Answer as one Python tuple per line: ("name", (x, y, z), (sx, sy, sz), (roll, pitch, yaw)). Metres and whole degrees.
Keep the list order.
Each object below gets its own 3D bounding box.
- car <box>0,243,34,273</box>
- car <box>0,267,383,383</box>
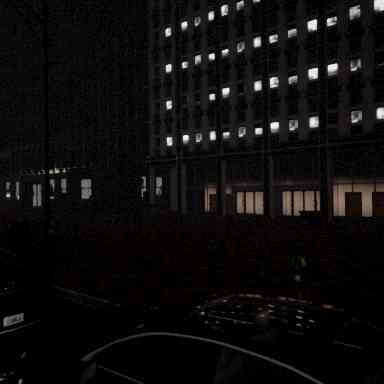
("car", (-4.261, 1.553, 5.929), (4.403, 1.369, 2.008), (0, -1, 36))
("car", (0.271, 1.551, 2.694), (4.403, 1.369, 2.008), (0, -1, 36))
